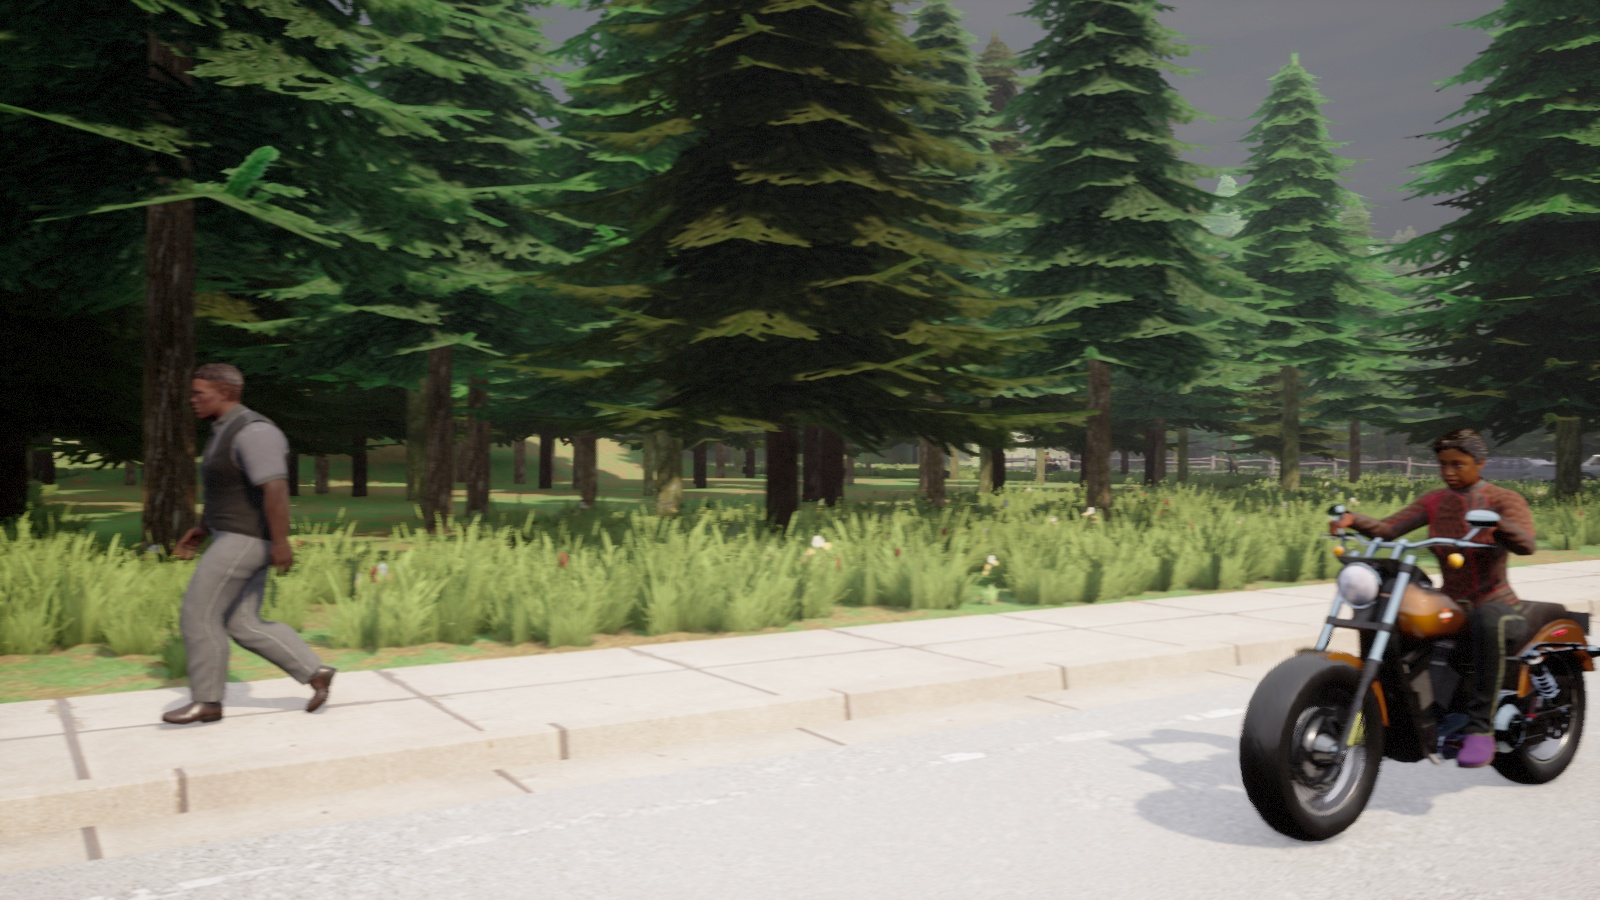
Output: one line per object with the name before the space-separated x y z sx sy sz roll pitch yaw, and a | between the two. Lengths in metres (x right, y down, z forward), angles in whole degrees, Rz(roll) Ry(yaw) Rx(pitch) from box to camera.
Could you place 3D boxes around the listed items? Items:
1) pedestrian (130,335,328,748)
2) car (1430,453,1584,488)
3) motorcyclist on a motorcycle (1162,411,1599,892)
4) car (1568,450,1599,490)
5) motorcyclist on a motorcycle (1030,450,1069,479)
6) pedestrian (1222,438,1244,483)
pedestrian | -2.815 0.419 6.181 0.849 1.883 0.563 0 0 -28
car | 29.751 0.821 53.033 2.033 1.411 5.357 0 0 -32
motorcyclist on a motorcycle | 2.623 0.700 5.270 2.350 1.649 0.766 1 0 -33
car | 30.286 0.717 45.427 1.970 1.475 3.806 0 0 -31
motorcyclist on a motorcycle | 14.195 0.798 71.391 0.766 1.649 2.350 0 0 -32
pedestrian | 19.260 0.464 55.861 0.423 1.949 0.788 0 0 -34
